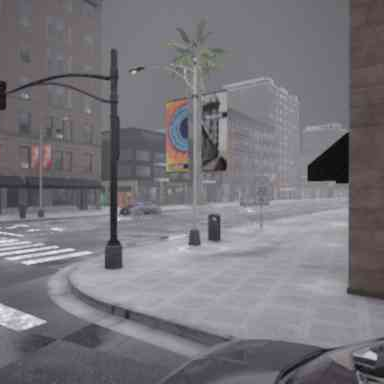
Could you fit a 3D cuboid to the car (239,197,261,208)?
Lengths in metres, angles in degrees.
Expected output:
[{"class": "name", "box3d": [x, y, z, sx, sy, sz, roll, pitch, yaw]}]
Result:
[{"class": "car", "box3d": [8.878, 1.540, 50.169, 1.837, 1.490, 4.892, 0, -1, 36]}]

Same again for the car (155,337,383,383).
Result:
[{"class": "car", "box3d": [1.602, 1.552, 1.708, 4.403, 1.369, 2.008, 0, 0, 35]}]

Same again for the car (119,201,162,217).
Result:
[{"class": "car", "box3d": [-4.716, 1.545, 30.890, 1.994, 1.385, 4.181, 0, 0, 35]}]
